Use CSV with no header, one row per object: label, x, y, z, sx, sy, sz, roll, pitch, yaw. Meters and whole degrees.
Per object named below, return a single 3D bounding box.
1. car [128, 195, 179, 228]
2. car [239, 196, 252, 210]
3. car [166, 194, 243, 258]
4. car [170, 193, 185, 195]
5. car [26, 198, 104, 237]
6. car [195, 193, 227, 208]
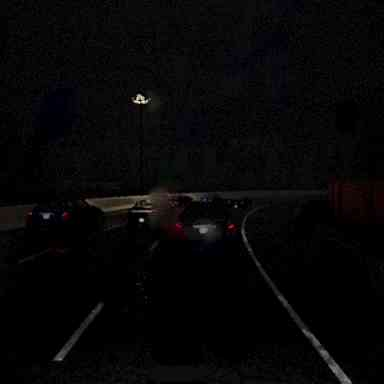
car,-2.158,1.144,18.991,2.128,1.511,4.902,0,1,8
car,4.781,1.004,32.997,1.895,1.301,4.718,0,1,18
car,0.531,1.133,11.980,2.097,1.767,4.553,0,1,4
car,-1.371,0.828,36.467,2.128,1.511,4.902,0,1,19
car,-6.003,1.049,16.357,2.097,1.767,4.553,0,1,6
car,2.180,0.890,36.238,2.033,1.411,5.357,0,1,20
